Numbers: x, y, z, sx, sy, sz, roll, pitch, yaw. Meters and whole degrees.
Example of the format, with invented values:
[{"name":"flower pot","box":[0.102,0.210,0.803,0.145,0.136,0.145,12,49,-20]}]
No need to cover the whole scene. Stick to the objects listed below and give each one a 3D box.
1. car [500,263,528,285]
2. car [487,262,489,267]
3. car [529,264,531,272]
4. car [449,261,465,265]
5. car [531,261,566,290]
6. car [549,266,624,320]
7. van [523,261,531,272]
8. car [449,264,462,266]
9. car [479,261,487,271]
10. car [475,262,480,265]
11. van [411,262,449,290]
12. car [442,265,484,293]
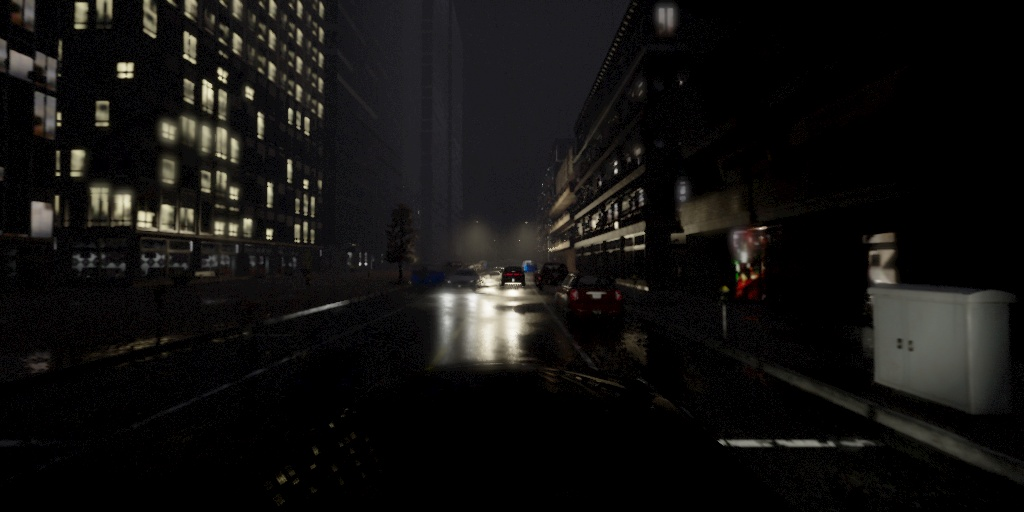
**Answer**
[{"name":"car","box":[0.097,1.580,29.435,1.837,1.490,4.892,0,0,0]},{"name":"car","box":[-5.677,2.035,64.150,1.802,1.307,4.207,0,0,0]},{"name":"car","box":[2.697,1.629,30.296,1.888,1.381,4.507,0,0,0]},{"name":"car","box":[-5.683,1.462,35.920,2.192,1.841,5.009,0,0,0]},{"name":"car","box":[2.696,1.335,24.647,2.192,1.841,5.009,0,0,0]},{"name":"car","box":[2.694,1.329,13.356,1.967,1.591,4.097,0,0,0]},{"name":"van","box":[2.701,1.674,52.880,1.690,1.789,3.998,0,0,0]},{"name":"car","box":[-5.684,1.629,30.274,1.888,1.381,4.507,0,0,0]},{"name":"car","box":[-5.679,1.944,58.504,2.007,1.370,4.403,0,0,0]},{"name":"car","box":[-5.681,1.837,47.212,1.948,1.339,4.313,0,0,0]},{"name":"van","box":[-5.685,1.360,24.627,1.690,1.789,3.998,0,0,0]},{"name":"car","box":[-3.094,1.532,23.472,1.812,1.442,4.674,0,-1,0]}]
